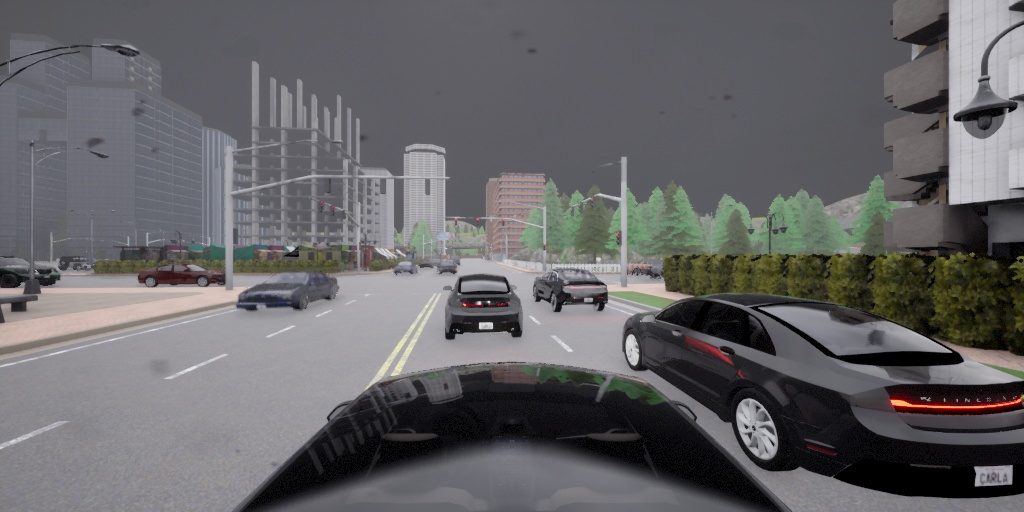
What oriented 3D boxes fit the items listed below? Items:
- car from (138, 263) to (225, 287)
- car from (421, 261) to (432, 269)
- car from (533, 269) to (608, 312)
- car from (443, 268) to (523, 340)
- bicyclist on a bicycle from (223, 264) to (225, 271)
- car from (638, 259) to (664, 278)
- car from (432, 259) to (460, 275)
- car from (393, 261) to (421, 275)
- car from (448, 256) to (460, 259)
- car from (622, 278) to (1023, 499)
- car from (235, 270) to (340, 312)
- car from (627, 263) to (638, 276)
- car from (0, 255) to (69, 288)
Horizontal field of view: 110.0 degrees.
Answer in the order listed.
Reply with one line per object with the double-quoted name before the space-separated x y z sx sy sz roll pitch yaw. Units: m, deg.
"car" -21.424 1.228 23.635 5.008 1.535 1.882 0 0 -5
"car" -13.264 1.350 55.635 1.895 1.301 4.718 0 0 -6
"car" 2.126 1.242 14.230 2.128 1.511 4.902 0 0 -9
"car" -0.867 1.255 10.111 1.837 1.490 4.892 0 0 -7
"bicyclist on a bicycle" -29.555 1.011 37.399 0.582 1.620 1.656 0 5 -5
"car" 13.677 1.241 30.263 4.902 1.511 2.128 0 0 -5
"car" -7.213 1.297 39.022 2.033 1.411 5.357 0 0 -16
"car" -11.363 1.275 38.541 1.812 1.442 4.674 0 0 -6
"car" -9.882 1.242 56.860 2.128 1.511 4.902 0 0 -6
"car" 3.109 1.255 4.869 1.837 1.490 4.892 0 0 -4
"car" -8.702 1.297 14.571 2.033 1.411 5.357 0 0 -8
"car" 14.019 1.102 37.536 4.553 1.767 2.097 0 0 -5
"car" -32.450 0.969 22.650 5.566 2.045 2.150 0 0 -5
